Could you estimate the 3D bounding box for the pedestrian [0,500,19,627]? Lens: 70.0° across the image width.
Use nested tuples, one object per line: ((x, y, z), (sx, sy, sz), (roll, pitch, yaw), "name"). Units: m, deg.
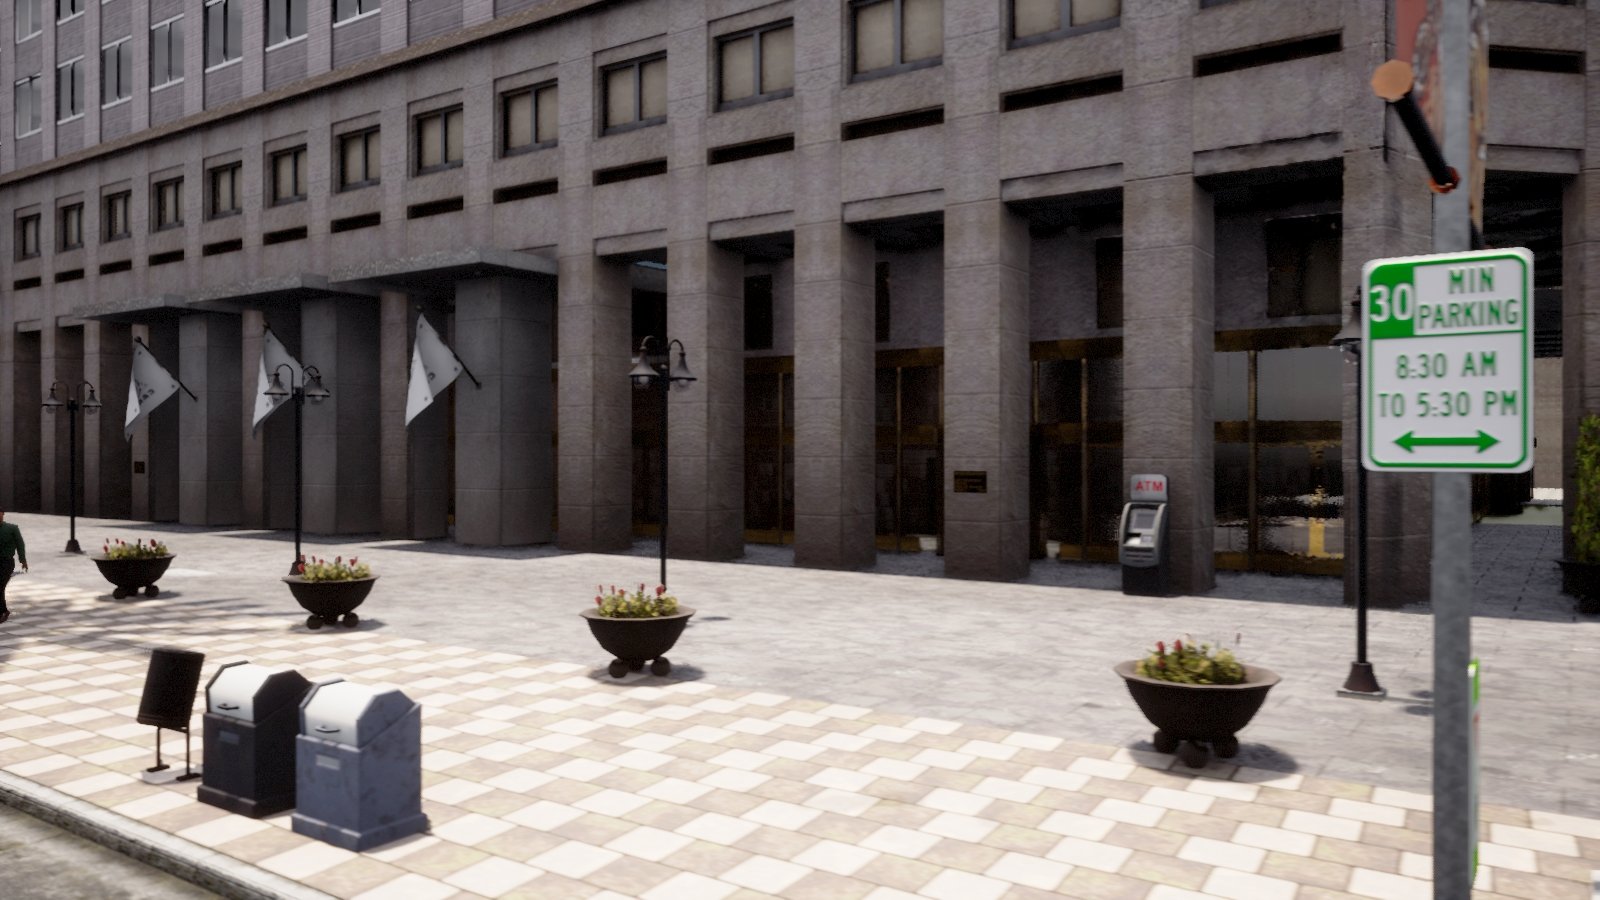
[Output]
((-11.991, 1.696, 17.116), (0.375, 1.860, 0.375), (0, 0, -15), "pedestrian")
